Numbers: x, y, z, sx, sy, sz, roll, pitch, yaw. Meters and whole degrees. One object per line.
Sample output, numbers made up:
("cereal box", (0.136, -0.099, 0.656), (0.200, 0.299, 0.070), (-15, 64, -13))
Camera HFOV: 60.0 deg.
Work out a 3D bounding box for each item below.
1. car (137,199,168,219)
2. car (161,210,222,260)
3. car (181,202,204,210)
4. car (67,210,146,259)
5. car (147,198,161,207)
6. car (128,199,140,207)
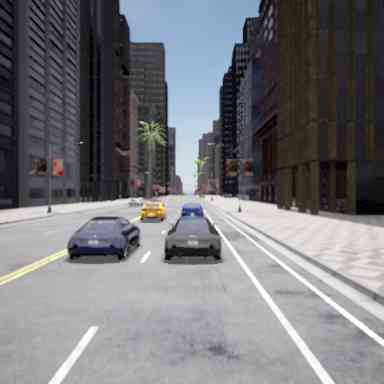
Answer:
("car", (-3.210, 1.606, 28.745), (1.882, 1.535, 5.008), (0, 0, 0))
("car", (0.043, 1.622, 12.762), (1.994, 1.385, 4.181), (0, 0, 0))
("car", (0.041, 1.606, 28.747), (1.882, 1.535, 5.008), (0, 0, 0))
("car", (-3.207, 1.623, 12.888), (1.994, 1.385, 4.181), (0, 0, 0))
("car", (-6.582, 1.822, 57.814), (1.994, 1.385, 4.181), (0, 0, 1))
("car", (-9.829, 1.859, 57.728), (1.895, 1.301, 4.718), (0, 0, 1))
